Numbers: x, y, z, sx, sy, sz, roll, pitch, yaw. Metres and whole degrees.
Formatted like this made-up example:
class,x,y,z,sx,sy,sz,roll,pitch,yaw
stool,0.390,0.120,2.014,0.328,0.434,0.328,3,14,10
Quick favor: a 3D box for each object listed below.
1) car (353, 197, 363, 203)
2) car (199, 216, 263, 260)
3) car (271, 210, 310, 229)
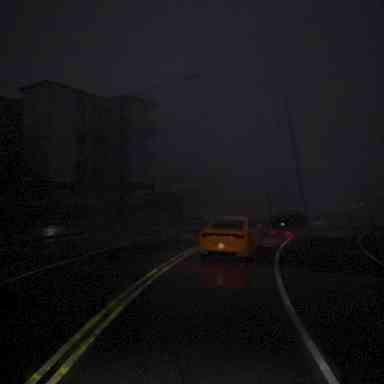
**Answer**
class,x,y,z,sx,sy,sz,roll,pitch,yaw
car,42.190,2.029,84.475,1.837,1.490,4.892,0,0,33
car,1.729,1.712,13.613,1.882,1.535,5.008,0,-1,17
car,7.879,2.109,26.226,1.895,1.301,4.718,0,-1,34
